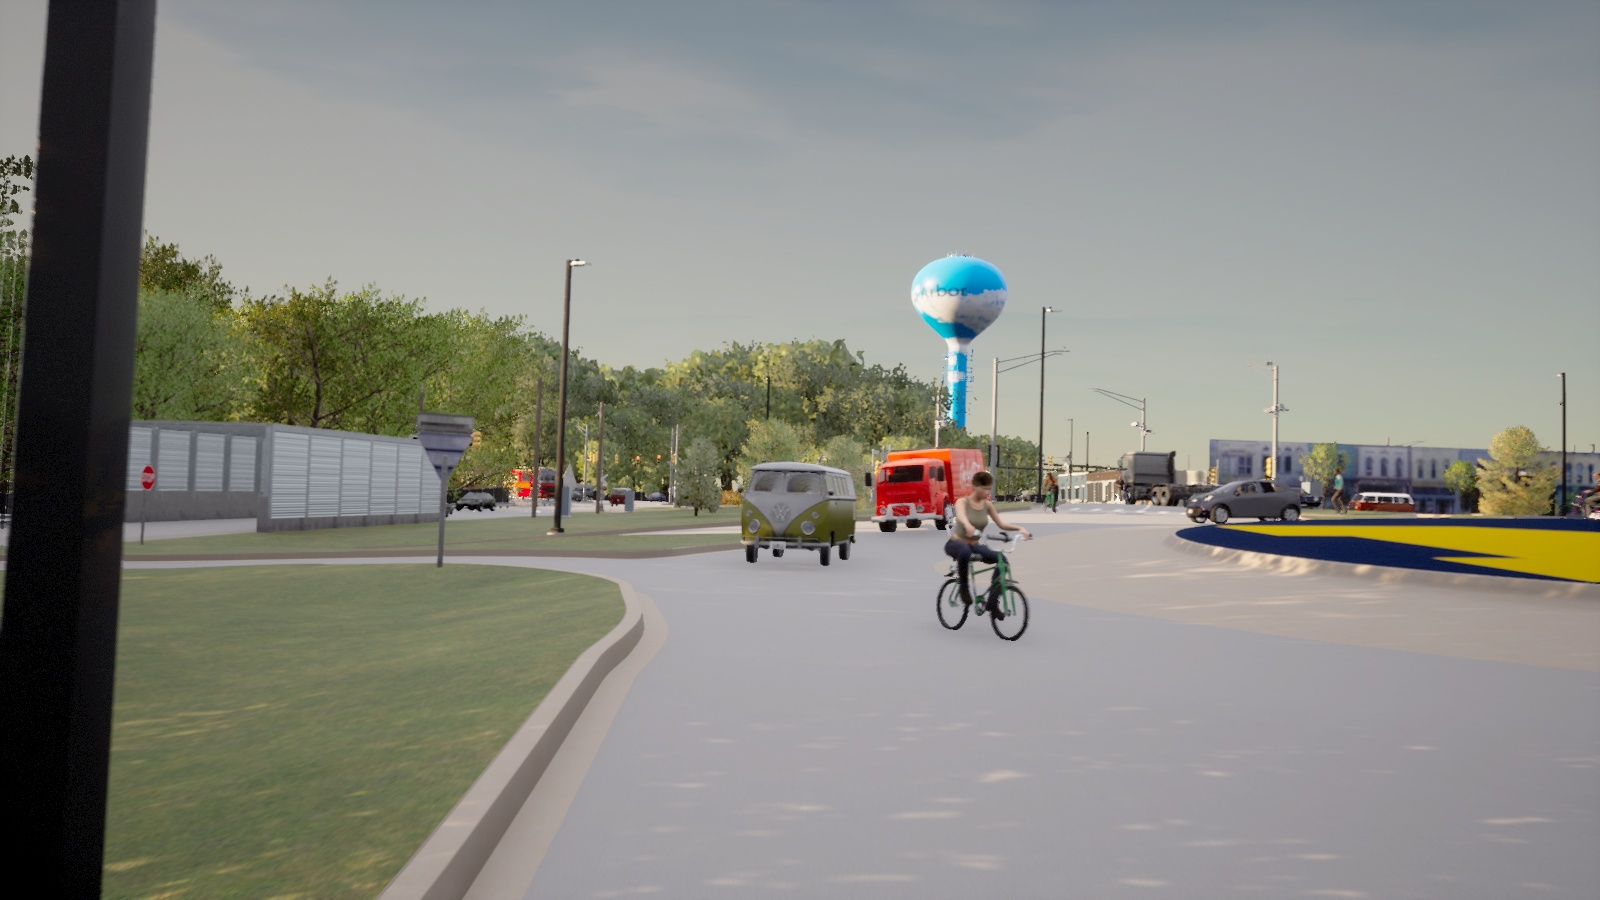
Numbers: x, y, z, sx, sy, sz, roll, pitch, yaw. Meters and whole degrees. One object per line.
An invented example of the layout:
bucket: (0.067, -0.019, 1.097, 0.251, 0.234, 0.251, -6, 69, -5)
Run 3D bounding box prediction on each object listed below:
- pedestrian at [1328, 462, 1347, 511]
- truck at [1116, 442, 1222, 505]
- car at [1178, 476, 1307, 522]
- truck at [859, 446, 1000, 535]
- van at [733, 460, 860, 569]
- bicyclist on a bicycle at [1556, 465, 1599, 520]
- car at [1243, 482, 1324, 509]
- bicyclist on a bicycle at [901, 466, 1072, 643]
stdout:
pedestrian: (21.537, 1.468, 50.272, 0.692, 1.930, 0.396, 0, -4, 24)
truck: (21.554, 1.469, 73.920, 2.891, 3.462, 7.936, 2, -3, -8)
car: (14.902, 1.659, 42.403, 3.633, 1.501, 1.845, 0, -3, -9)
truck: (4.161, 1.218, 39.335, 2.627, 2.467, 5.204, -5, -2, 25)
van: (0.031, 1.280, 25.587, 1.775, 1.987, 4.442, 1, -2, 10)
bicyclist on a bicycle: (26.039, 1.409, 41.409, 1.843, 1.776, 0.659, -1, -3, 27)
car: (25.658, 2.400, 66.867, 1.895, 1.301, 4.718, 2, -2, -9)
bicyclist on a bicycle: (1.802, 0.998, 12.343, 0.866, 1.612, 1.509, 5, -4, -27)
